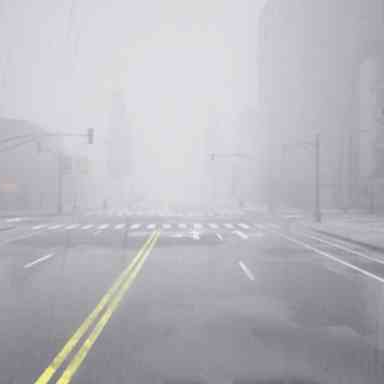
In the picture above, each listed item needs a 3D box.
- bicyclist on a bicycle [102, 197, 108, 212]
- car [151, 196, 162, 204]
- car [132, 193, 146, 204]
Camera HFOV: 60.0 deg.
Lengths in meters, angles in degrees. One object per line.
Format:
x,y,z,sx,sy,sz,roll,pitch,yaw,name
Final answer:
-9.520,1.388,36.288,0.866,1.612,1.509,0,0,1,bicyclist on a bicycle
-6.595,1.416,62.228,1.882,1.535,5.008,0,0,-4,car
-9.827,1.161,61.925,2.150,2.045,5.566,0,0,-4,car
